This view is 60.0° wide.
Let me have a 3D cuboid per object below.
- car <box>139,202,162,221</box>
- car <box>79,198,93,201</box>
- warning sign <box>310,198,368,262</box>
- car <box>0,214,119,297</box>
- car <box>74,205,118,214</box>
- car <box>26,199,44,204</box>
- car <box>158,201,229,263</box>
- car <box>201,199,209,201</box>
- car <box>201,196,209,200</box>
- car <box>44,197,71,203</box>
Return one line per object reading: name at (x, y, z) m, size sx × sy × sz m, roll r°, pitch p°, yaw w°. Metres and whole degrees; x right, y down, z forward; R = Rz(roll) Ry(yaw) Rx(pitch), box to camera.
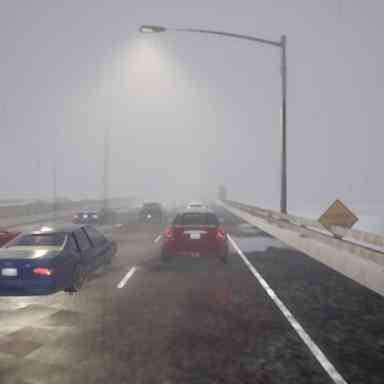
car at (-3.176, 1.576, 27.569) m, size 1.837 × 1.490 × 4.892 m, roll 0°, pitch 0°, yaw 1°
car at (-16.706, 1.677, 52.576) m, size 1.812 × 1.442 × 4.674 m, roll 0°, pitch 0°, yaw 2°
warning sign at (4.576, 1.139, 10.444) m, size 1.300 × 1.860 × 1.060 m, roll -1°, pitch -1°, yaw 0°
car at (-3.423, 1.567, 8.826) m, size 2.033 × 1.411 × 5.357 m, roll 0°, pitch 0°, yaw 1°
car at (-6.768, 1.606, 23.781) m, size 2.033 × 1.411 × 5.357 m, roll 0°, pitch 0°, yaw 1°
car at (-23.754, 1.711, 51.249) m, size 1.994 × 1.385 × 4.181 m, roll 0°, pitch 0°, yaw 2°
car at (0.130, 1.378, 12.295) m, size 2.097 × 1.767 × 4.553 m, roll 0°, pitch 0°, yaw 1°
car at (0.345, 1.597, 28.504) m, size 1.812 × 1.442 × 4.674 m, roll 0°, pitch 0°, yaw 1°
car at (2.724, 1.670, 70.162) m, size 1.801 × 1.575 × 5.366 m, roll 0°, pitch 0°, yaw 2°
car at (-20.265, 1.499, 50.982) m, size 2.097 × 1.767 × 4.553 m, roll 0°, pitch 0°, yaw 2°
